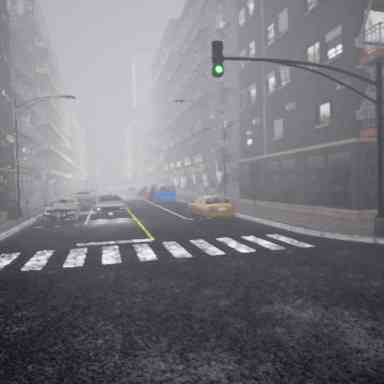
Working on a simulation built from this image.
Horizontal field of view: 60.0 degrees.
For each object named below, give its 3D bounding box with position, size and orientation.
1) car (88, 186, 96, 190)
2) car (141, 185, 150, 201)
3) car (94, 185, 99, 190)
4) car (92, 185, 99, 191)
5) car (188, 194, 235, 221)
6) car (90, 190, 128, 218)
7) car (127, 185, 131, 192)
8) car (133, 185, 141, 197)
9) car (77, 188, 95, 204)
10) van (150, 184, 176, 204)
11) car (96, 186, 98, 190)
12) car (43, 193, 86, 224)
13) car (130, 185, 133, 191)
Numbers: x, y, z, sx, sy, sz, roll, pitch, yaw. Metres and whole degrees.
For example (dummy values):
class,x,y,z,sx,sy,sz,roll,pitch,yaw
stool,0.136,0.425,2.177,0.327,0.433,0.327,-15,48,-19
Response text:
class,x,y,z,sx,sy,sz,roll,pitch,yaw
car,-13.169,0.312,41.228,1.752,1.417,4.829,-1,2,-15
car,-4.167,0.000,37.985,2.192,1.841,5.009,-1,2,-15
car,-17.559,-0.156,57.793,2.008,1.369,4.403,-1,2,-15
car,-26.252,-1.114,90.594,1.887,1.381,4.507,-1,2,-15
car,0.952,0.774,19.196,1.752,1.417,4.829,-1,2,-15
car,-5.550,0.835,22.453,2.033,1.411,5.357,-2,2,-15
car,-12.854,-0.744,70.783,1.887,1.381,4.507,-1,2,-15
car,-7.062,-0.203,48.919,1.967,1.590,4.097,-1,2,-15
car,-11.763,0.528,35.927,1.802,1.307,4.206,-1,2,-15
van,-2.687,0.189,32.531,1.690,1.788,3.998,-1,2,-15
car,-14.661,0.200,46.860,1.802,1.307,4.206,-1,2,-15
car,-7.542,0.995,19.493,2.008,1.369,4.403,-1,2,-15
car,-8.509,-0.255,54.388,2.008,1.369,4.403,-1,2,-15
